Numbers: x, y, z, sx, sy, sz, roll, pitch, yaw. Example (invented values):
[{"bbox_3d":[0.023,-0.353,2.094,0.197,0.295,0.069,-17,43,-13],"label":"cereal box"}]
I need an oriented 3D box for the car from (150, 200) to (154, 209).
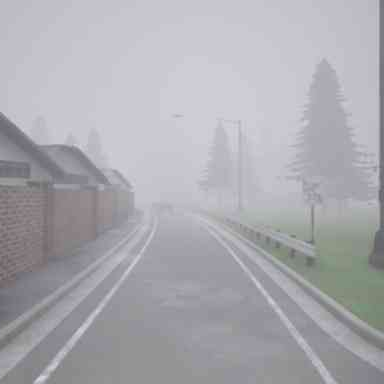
[{"bbox_3d":[-5.691,1.951,54.523,1.812,1.442,4.674,0,0,-14],"label":"car"}]

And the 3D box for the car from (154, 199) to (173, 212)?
[{"bbox_3d":[-3.645,1.851,44.607,1.837,1.490,4.892,0,0,-11],"label":"car"}]
